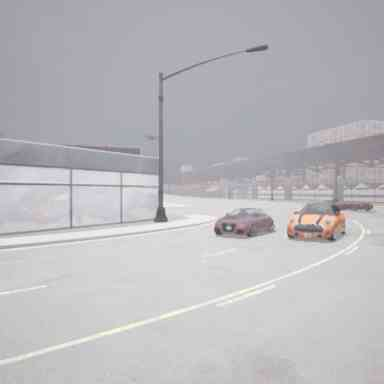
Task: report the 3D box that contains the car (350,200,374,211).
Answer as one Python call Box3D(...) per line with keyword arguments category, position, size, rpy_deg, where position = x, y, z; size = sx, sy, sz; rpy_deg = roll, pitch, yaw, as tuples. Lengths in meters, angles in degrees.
Box3D(category="car", position=(19.244, 1.599, 39.656), size=(1.895, 1.301, 4.718), rpy_deg=(0, 0, -9))

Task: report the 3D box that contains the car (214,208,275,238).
Box3D(category="car", position=(2.880, 1.564, 17.782), size=(1.994, 1.385, 4.181), rpy_deg=(0, 0, 34))

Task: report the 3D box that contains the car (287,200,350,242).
Box3D(category="car", position=(6.364, 1.351, 16.739), size=(2.097, 1.767, 4.553), rpy_deg=(0, 0, 32))
